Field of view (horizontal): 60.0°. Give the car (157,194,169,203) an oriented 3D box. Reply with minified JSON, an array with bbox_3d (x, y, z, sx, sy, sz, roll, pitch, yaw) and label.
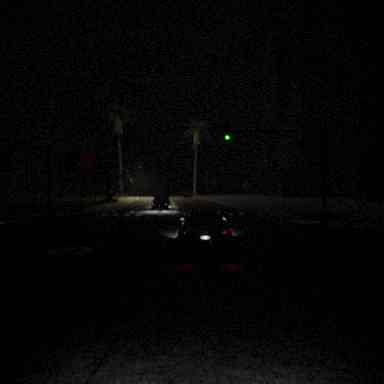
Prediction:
[{"bbox_3d":[-4.962,1.040,56.815,1.994,1.385,4.181,0,1,-5],"label":"car"}]

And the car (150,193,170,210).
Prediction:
[{"bbox_3d":[-3.580,1.203,37.843,1.837,1.490,4.892,0,1,-3],"label":"car"}]

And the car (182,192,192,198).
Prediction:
[{"bbox_3d":[-1.115,0.718,77.751,2.128,1.511,4.902,0,1,-9],"label":"car"}]

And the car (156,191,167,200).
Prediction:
[{"bbox_3d":[-6.137,0.706,66.901,2.097,1.767,4.553,0,1,-7],"label":"car"}]

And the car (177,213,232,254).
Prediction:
[{"bbox_3d":[0.463,1.510,13.297,1.994,1.385,4.181,0,0,0],"label":"car"}]
